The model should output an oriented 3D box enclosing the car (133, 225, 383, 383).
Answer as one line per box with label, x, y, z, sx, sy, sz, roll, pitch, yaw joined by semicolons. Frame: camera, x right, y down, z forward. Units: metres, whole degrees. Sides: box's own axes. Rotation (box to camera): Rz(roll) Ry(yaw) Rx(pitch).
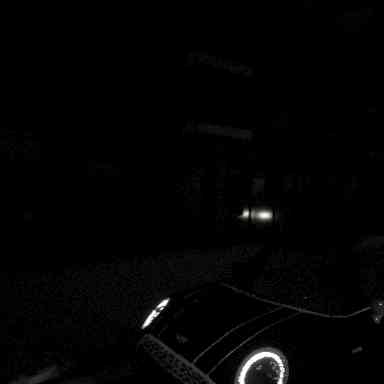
car;1.584;1.376;4.184;4.553;1.767;2.097;1;0;-35
